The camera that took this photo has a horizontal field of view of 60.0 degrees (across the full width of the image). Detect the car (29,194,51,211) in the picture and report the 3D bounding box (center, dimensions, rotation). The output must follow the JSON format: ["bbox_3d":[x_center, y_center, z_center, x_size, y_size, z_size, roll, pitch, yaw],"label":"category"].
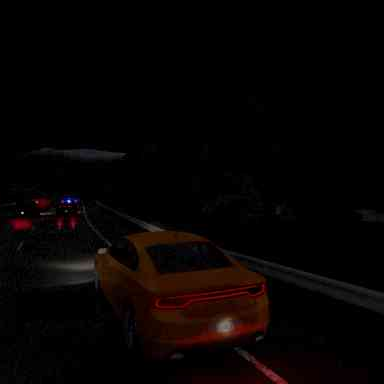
[{"bbox_3d":[-18.396,1.221,40.078,2.150,2.045,5.566,0,0,-19],"label":"car"}]

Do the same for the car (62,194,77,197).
[{"bbox_3d":[-15.227,1.221,41.462,2.150,2.045,5.566,0,0,-18],"label":"car"}]

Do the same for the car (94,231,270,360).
[{"bbox_3d":[-0.621,1.478,6.291,1.882,1.535,5.008,0,0,-24],"label":"car"}]

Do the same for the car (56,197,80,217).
[{"bbox_3d":[-11.831,1.492,31.556,2.128,1.511,4.902,0,0,-19],"label":"car"}]

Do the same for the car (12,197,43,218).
[{"bbox_3d":[-15.010,1.505,30.175,1.837,1.490,4.892,0,0,-19],"label":"car"}]
